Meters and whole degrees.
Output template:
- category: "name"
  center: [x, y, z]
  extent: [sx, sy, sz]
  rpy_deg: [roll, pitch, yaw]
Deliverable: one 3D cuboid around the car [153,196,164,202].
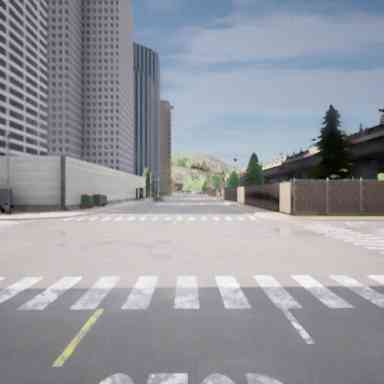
- category: "car"
  center: [-6.868, 1.460, 68.514]
  extent: [1.895, 1.301, 4.718]
  rpy_deg: [0, 0, 0]
